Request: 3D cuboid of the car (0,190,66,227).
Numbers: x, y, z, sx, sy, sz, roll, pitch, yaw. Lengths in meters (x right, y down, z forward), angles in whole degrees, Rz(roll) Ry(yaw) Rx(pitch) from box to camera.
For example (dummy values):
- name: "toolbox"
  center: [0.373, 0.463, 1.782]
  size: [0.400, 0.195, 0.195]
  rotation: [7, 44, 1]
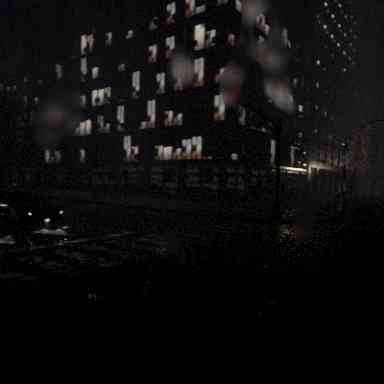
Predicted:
- name: "car"
  center: [-8.073, 0.636, 15.394]
  size: [5.357, 1.411, 2.033]
  rotation: [4, 3, 37]
